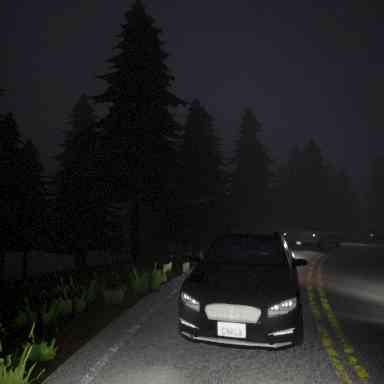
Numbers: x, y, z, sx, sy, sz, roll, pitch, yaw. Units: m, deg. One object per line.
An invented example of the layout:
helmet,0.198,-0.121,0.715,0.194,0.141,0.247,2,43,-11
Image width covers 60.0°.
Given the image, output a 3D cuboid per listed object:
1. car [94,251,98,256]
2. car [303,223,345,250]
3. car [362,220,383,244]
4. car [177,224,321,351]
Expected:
car,-20.219,13.650,73.015,4.181,1.381,1.994,-2,-5,31
car,6.546,2.312,17.768,1.895,1.301,4.718,-3,-6,39
car,16.078,3.252,26.586,5.566,2.045,2.150,8,-8,-28
car,1.139,1.562,6.634,2.128,1.511,4.902,-1,-2,15
